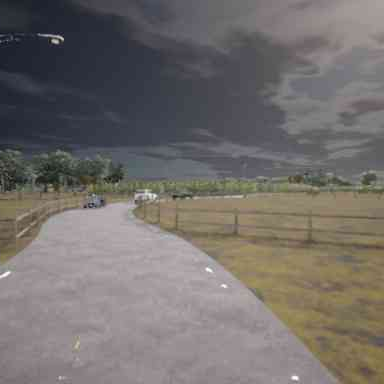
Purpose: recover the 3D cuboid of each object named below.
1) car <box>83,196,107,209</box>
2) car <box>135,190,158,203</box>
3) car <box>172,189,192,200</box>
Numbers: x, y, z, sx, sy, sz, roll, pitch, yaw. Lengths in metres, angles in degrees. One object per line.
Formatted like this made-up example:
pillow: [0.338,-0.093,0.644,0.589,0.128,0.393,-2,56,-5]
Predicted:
car: [-11.127,1.207,38.234,1.994,1.385,4.181,0,1,-3]
car: [-7.256,0.666,52.860,2.150,2.045,5.566,-1,1,13]
car: [-1.879,0.468,67.339,2.150,2.045,5.566,-1,0,31]
